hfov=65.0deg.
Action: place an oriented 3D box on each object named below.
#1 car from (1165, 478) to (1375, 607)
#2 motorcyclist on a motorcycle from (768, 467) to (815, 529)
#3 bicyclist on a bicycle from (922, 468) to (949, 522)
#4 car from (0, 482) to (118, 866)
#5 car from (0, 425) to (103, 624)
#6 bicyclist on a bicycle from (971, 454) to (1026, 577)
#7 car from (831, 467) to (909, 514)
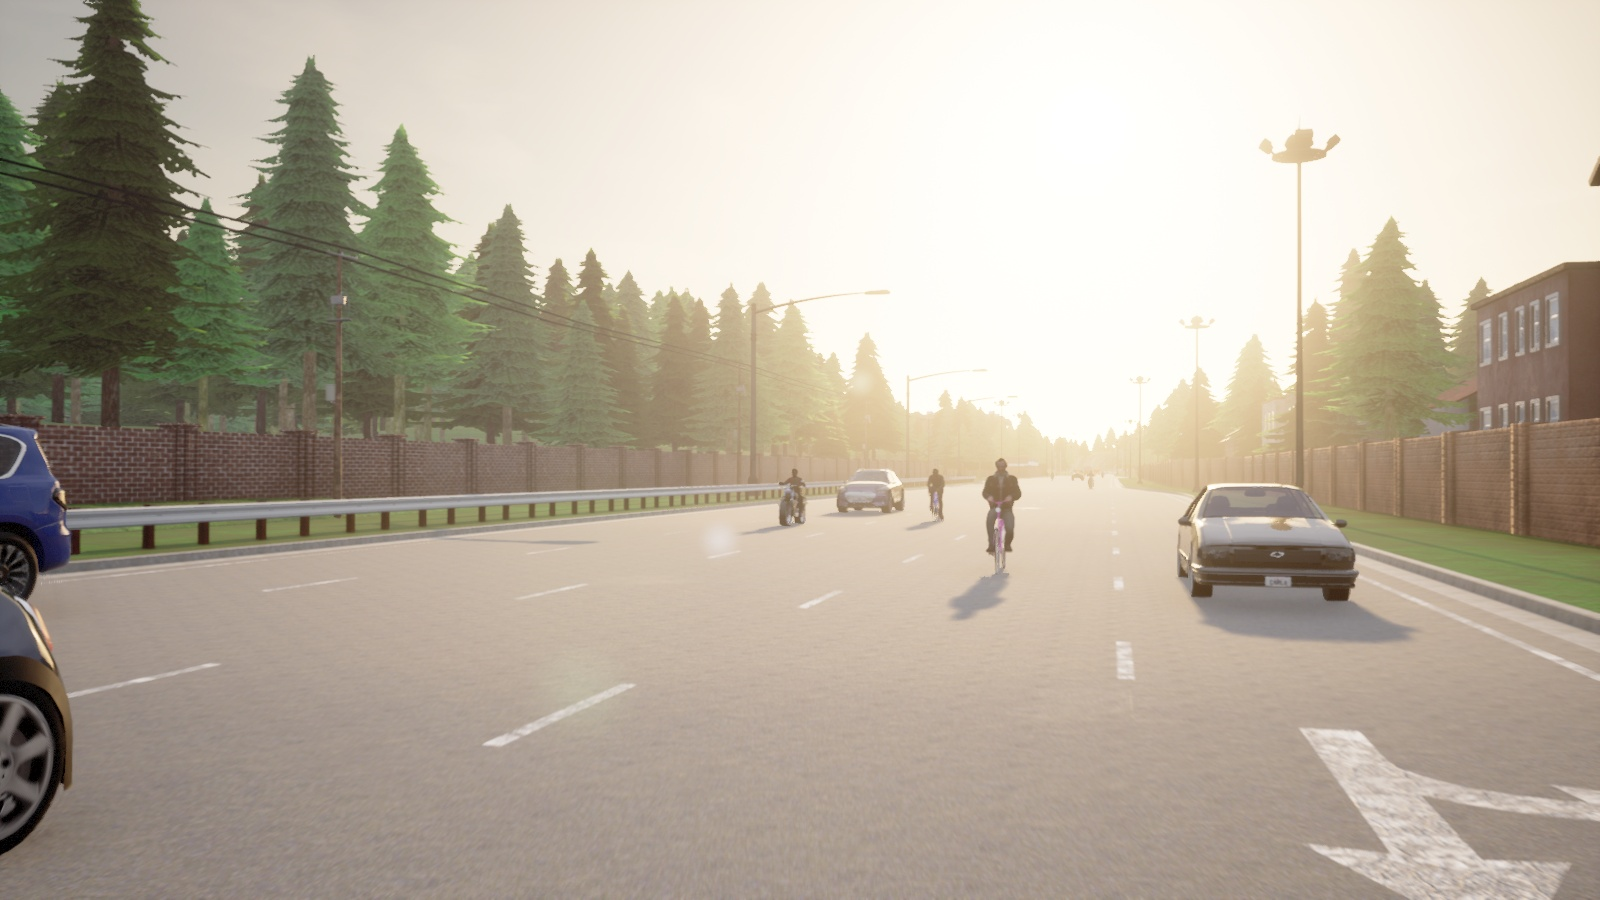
[{"bbox_3d":[6.094,1.101,16.935,2.033,1.411,5.357,0,-1,14],"label":"car"},{"bbox_3d":[-0.213,1.315,35.190,0.766,1.649,2.350,0,-1,14],"label":"motorcyclist on a motorcycle"},{"bbox_3d":[4.127,1.347,38.166,0.582,1.620,1.656,0,-1,14],"label":"bicyclist on a bicycle"},{"bbox_3d":[-4.358,0.855,3.810,1.970,1.475,3.806,0,-1,14],"label":"car"},{"bbox_3d":[-9.603,0.754,11.764,2.150,2.045,5.566,0,-1,14],"label":"car"},{"bbox_3d":[3.055,0.972,19.232,0.659,1.776,1.843,0,-1,14],"label":"bicyclist on a bicycle"},{"bbox_3d":[2.694,1.467,46.961,2.033,1.649,4.856,0,-1,14],"label":"car"}]
